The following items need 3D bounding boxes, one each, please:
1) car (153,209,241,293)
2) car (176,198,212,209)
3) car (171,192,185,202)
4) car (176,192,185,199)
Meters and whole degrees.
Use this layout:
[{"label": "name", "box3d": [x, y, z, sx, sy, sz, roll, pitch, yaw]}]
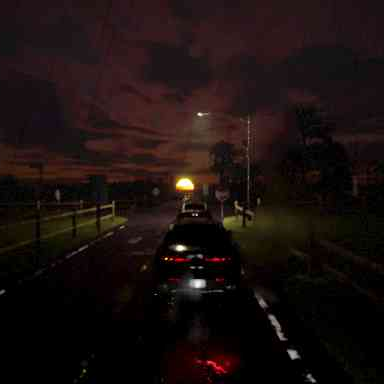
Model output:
[{"label": "car", "box3d": [0.111, 1.420, 8.581, 1.837, 1.490, 4.892, 0, 1, 0]}, {"label": "car", "box3d": [0.178, 1.326, 18.560, 1.837, 1.490, 4.892, 0, 1, 2]}, {"label": "car", "box3d": [-2.687, 1.033, 60.682, 1.994, 1.385, 4.181, 0, 0, 1]}, {"label": "car", "box3d": [-2.615, 0.853, 75.926, 1.837, 1.490, 4.892, 0, 0, 0]}]
